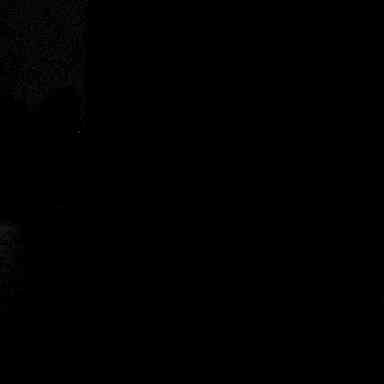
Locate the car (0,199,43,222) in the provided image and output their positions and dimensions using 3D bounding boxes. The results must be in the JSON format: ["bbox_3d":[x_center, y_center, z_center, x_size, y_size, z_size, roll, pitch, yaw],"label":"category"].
[{"bbox_3d":[-14.754,1.444,25.775,2.192,1.841,5.009,0,-1,36],"label":"car"}]

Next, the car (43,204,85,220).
[{"bbox_3d":[-11.616,1.787,30.168,1.802,1.307,4.206,0,-1,36],"label":"car"}]
